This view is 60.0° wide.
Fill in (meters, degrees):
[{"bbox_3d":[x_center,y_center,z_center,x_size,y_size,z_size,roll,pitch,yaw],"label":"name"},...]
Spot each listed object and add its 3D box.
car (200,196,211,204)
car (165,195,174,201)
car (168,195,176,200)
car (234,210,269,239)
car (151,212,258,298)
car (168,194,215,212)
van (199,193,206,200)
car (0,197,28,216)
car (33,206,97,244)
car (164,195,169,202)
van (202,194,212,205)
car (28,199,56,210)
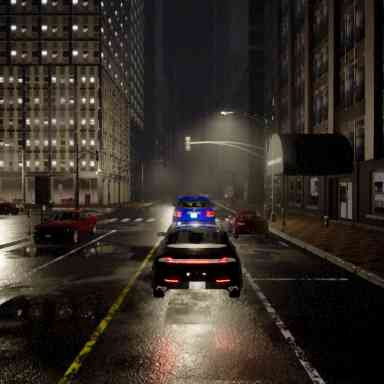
[{"bbox_3d":[2.700,1.533,66.388,2.008,1.369,4.403,0,0,0],"label":"car"},{"bbox_3d":[-5.676,1.538,83.481,1.947,1.339,4.313,0,0,0],"label":"car"},{"bbox_3d":[-5.673,1.529,94.874,1.947,1.339,4.313,0,0,0],"label":"car"},{"bbox_3d":[2.818,1.579,17.098,1.802,1.307,4.206,0,0,0],"label":"car"},{"bbox_3d":[0.101,1.490,8.498,2.128,1.511,4.902,0,0,0],"label":"car"},{"bbox_3d":[0.093,1.218,18.417,2.150,2.045,5.566,0,0,0],"label":"car"},{"bbox_3d":[2.705,1.309,89.175,1.690,1.788,3.998,0,0,0],"label":"van"},{"bbox_3d":[-18.602,1.306,31.066,5.009,1.841,2.192,0,0,1],"label":"car"},{"bbox_3d":[-5.822,1.542,15.724,1.887,1.381,4.507,0,0,0],"label":"car"},{"bbox_3d":[-5.677,1.521,77.784,1.887,1.381,4.507,0,0,0],"label":"car"},{"bbox_3d":[2.698,1.326,60.691,1.690,1.788,3.998,0,0,0],"label":"van"},{"bbox_3d":[-18.514,1.497,39.448,4.403,1.369,2.008,0,0,1],"label":"car"}]
